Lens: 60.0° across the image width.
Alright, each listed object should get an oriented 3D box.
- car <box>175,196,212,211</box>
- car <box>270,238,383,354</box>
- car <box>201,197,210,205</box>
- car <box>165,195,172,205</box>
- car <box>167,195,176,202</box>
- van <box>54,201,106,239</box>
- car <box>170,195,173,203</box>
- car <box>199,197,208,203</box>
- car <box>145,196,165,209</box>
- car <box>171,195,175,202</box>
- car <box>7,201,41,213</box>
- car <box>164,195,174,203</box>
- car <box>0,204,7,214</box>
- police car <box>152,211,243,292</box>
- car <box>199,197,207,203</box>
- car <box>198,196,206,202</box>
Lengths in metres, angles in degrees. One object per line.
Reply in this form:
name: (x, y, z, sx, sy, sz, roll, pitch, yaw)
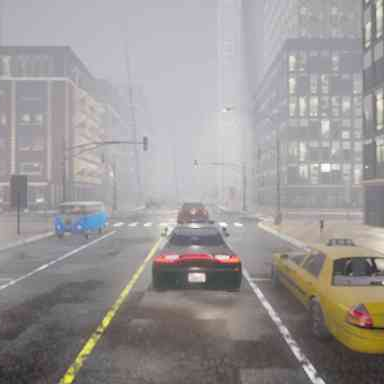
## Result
car: (0.084, 1.431, 24.328, 2.097, 1.767, 4.553, 0, 0, 0)
car: (2.704, 1.542, 6.332, 1.752, 1.417, 4.829, 1, 0, 0)
car: (2.666, 1.818, 66.771, 1.752, 1.417, 4.829, 0, 0, 0)
car: (-5.715, 1.858, 66.597, 1.947, 1.339, 4.313, 0, 0, 0)
car: (-5.726, 1.807, 94.913, 2.192, 1.841, 5.009, 0, 0, 0)
van: (-5.667, 1.393, 17.205, 1.690, 1.788, 3.998, 1, 0, 0)
car: (-5.717, 1.911, 72.259, 1.802, 1.307, 4.206, 0, 0, 0)
car: (2.660, 1.895, 78.096, 1.752, 1.417, 4.829, 0, 0, 0)
car: (-5.704, 1.511, 49.611, 2.192, 1.841, 5.009, 0, 0, 0)
car: (-5.719, 1.808, 77.923, 1.967, 1.590, 4.097, 0, 0, 0)
car: (-19.070, 1.613, 36.607, 4.507, 1.381, 1.887, 0, -1, 0)
car: (-5.721, 1.724, 83.588, 2.192, 1.841, 5.009, 0, 0, 0)
car: (-19.036, 1.272, 28.231, 5.009, 1.841, 2.192, 0, -1, 0)
police car: (0.099, 1.535, 9.123, 2.038, 1.542, 4.974, 0, 0, 0)
car: (2.657, 1.975, 83.589, 1.947, 1.339, 4.313, 0, 0, 0)
car: (2.655, 1.890, 89.253, 1.967, 1.590, 4.097, 0, 0, 0)
